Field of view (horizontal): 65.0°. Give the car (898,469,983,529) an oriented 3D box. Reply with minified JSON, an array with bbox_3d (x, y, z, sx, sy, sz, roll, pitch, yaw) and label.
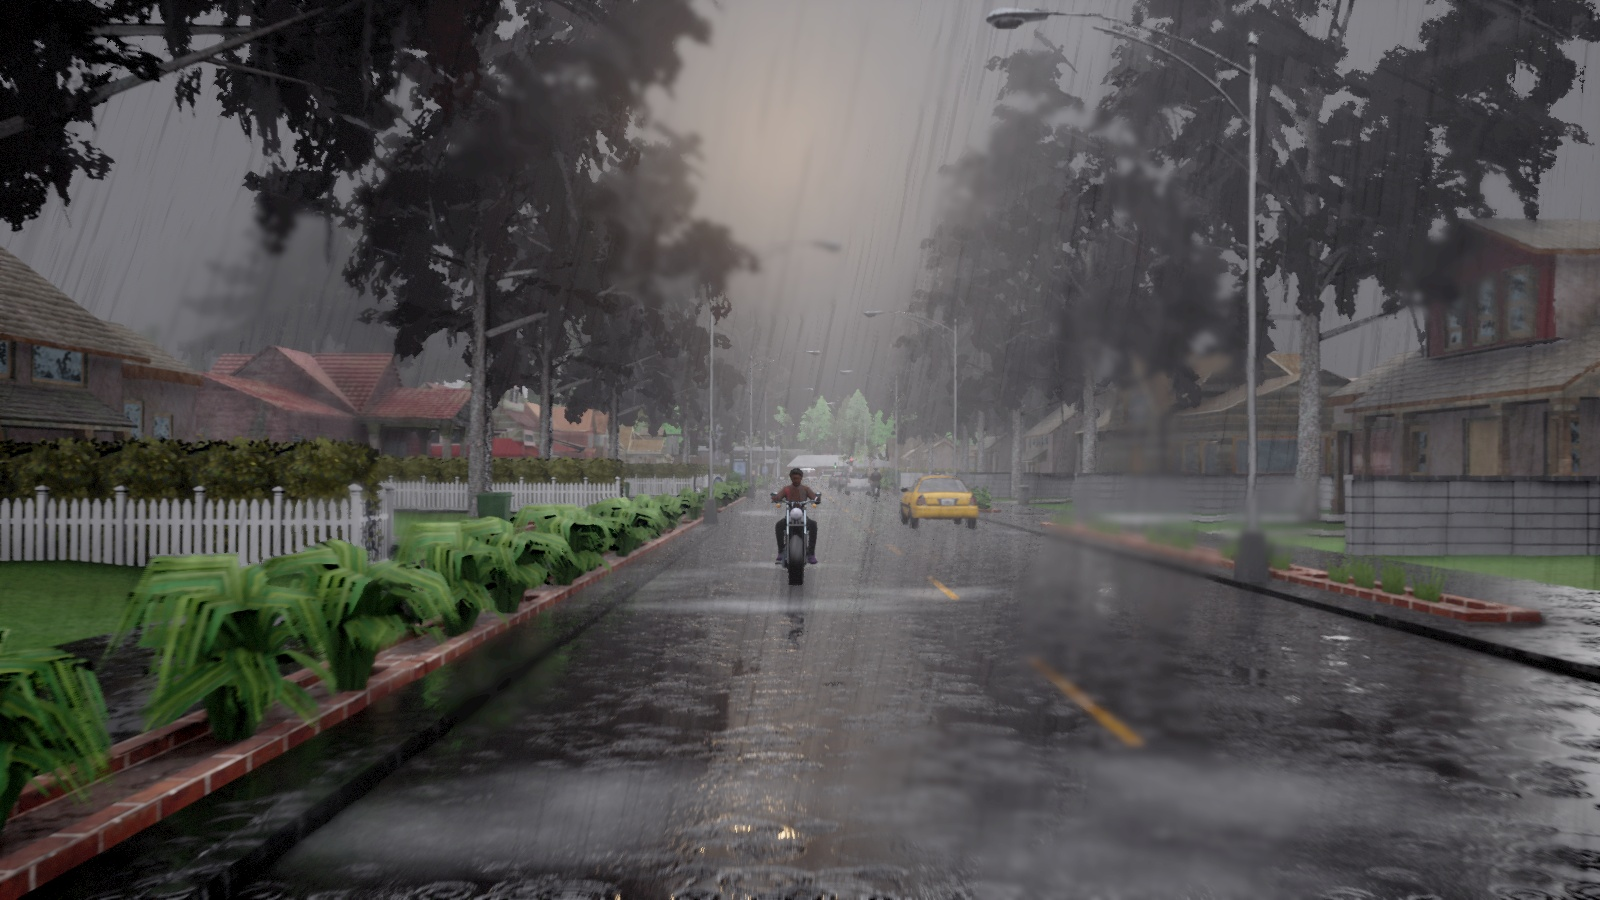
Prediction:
[{"bbox_3d":[3.912,1.337,35.757,1.801,1.575,5.366,0,-1,0],"label":"car"}]

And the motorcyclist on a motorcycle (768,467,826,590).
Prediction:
[{"bbox_3d":[-0.045,1.066,17.976,0.766,1.649,2.350,0,-1,0],"label":"motorcyclist on a motorcycle"}]

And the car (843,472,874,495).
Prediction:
[{"bbox_3d":[3.797,2.195,82.548,1.845,1.501,3.633,0,-1,0],"label":"car"}]
